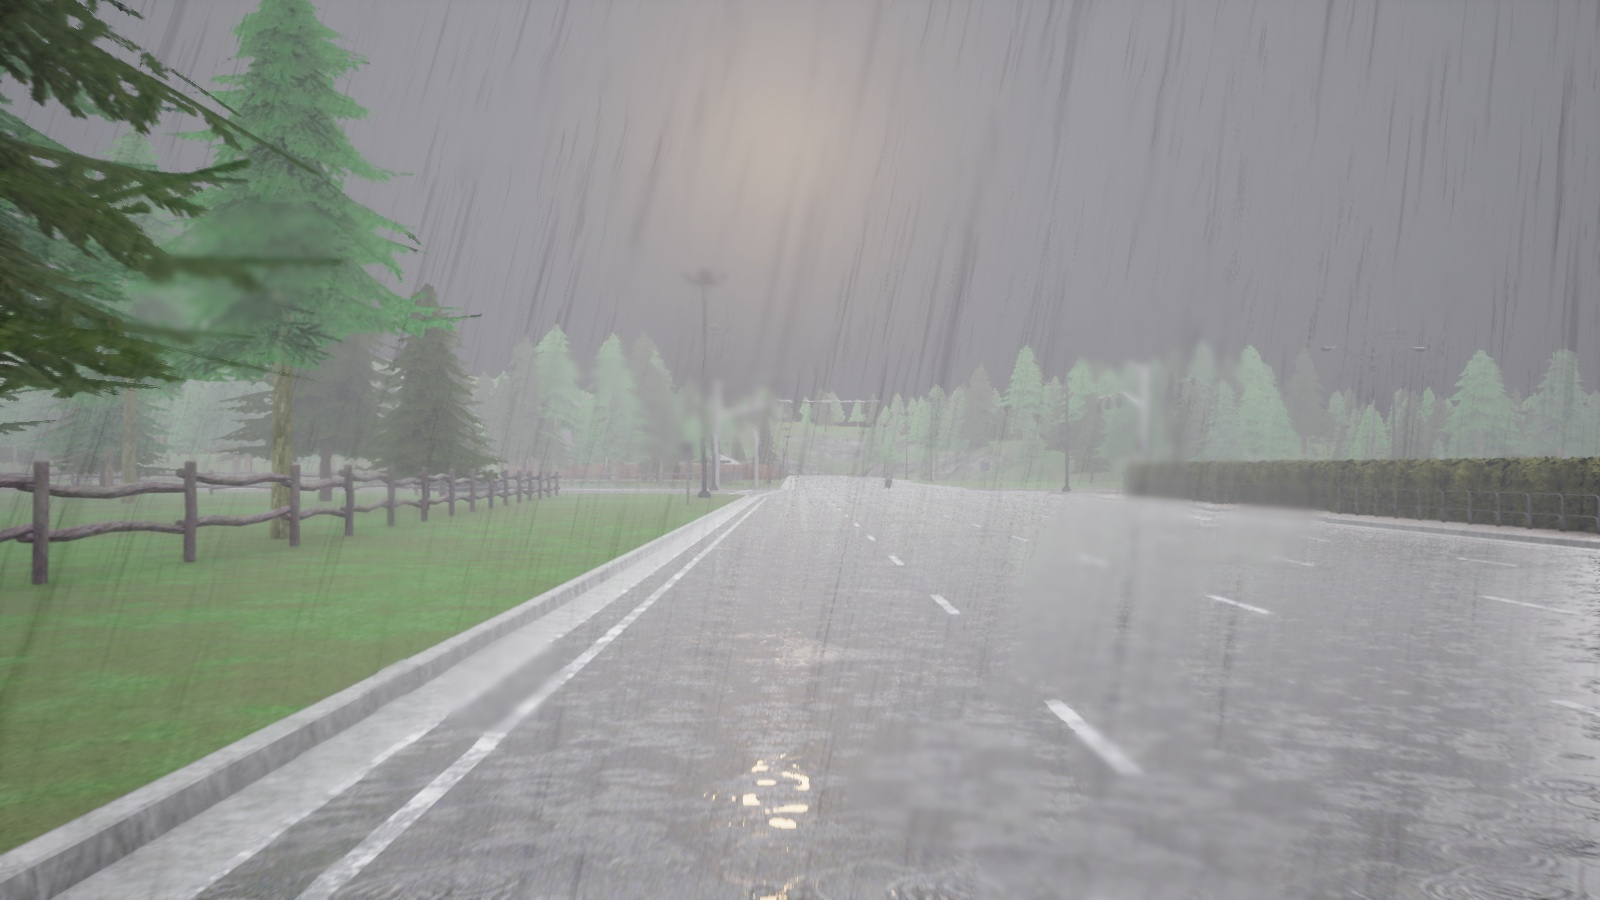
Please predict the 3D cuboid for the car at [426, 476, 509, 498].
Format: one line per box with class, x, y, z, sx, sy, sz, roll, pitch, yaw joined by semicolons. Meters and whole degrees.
car;-20.859;2.321;78.971;4.718;1.301;1.895;0;-1;-1
